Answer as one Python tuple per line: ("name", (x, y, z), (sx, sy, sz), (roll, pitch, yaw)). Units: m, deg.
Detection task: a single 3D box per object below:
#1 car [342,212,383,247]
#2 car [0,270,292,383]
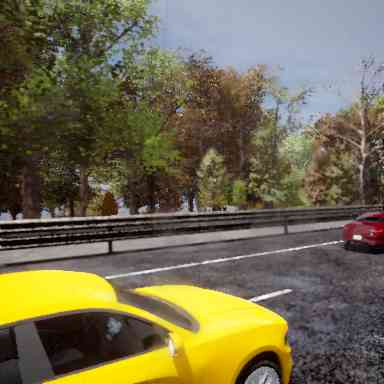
("car", (8.146, 1.568, 13.994), (4.674, 1.442, 1.812), (0, 0, -36))
("car", (-1.221, 1.480, 2.888), (5.008, 1.535, 1.882), (0, 0, -36))
